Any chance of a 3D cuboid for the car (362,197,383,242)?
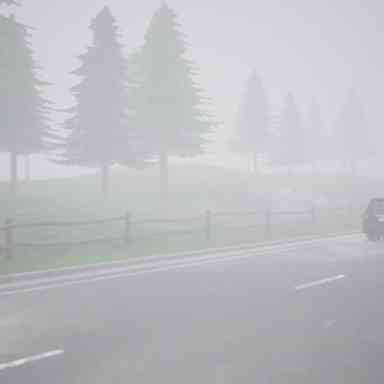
[{"bbox_3d":[10.000,1.218,15.198,5.566,2.045,2.150,0,0,-36],"label":"car"}]
